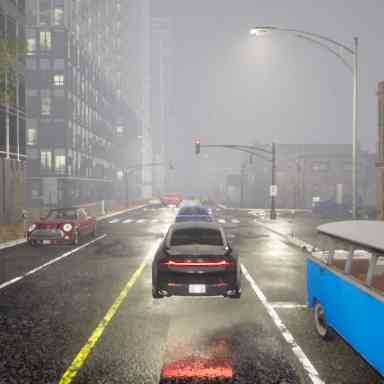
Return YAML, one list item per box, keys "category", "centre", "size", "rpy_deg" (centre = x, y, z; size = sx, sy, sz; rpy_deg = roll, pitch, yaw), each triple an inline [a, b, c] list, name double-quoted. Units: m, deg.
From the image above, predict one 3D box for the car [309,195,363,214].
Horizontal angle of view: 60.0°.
- category: "car"
  centre: [15.516, 1.349, 35.721]
  size: [5.566, 2.045, 2.150]
  rpy_deg: [1, 1, 1]

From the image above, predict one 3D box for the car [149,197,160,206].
- category: "car"
  centre: [-5.889, 1.512, 52.816]
  size: [1.752, 1.417, 4.829]
  rpy_deg: [-1, 0, 0]

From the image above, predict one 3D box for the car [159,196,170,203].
- category: "car"
  centre: [-5.733, 1.549, 69.918]
  size: [1.947, 1.339, 4.313]
  rpy_deg: [-1, 0, 0]

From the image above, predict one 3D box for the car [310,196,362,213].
- category: "car"
  centre: [16.490, 1.411, 38.307]
  size: [5.009, 1.841, 2.192]
  rpy_deg: [1, 0, 1]

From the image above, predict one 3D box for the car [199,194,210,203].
- category: "car"
  centre: [2.610, 1.298, 69.871]
  size: [2.192, 1.841, 5.009]
  rpy_deg: [-1, 0, 0]

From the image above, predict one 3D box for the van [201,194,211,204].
- category: "van"
  centre: [2.615, 1.325, 64.227]
  size: [1.690, 1.788, 3.998]
  rpy_deg: [-1, 0, 0]

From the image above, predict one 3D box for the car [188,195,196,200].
- category: "car"
  centre: [-0.083, 1.441, 89.923]
  size: [2.033, 1.411, 5.357]
  rpy_deg: [0, 0, 0]

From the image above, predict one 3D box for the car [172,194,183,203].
- category: "car"
  centre: [-3.064, 1.338, 70.565]
  size: [2.097, 1.767, 4.553]
  rpy_deg: [0, 0, 0]

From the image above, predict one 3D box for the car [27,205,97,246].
- category: "car"
  centre: [-5.718, 1.436, 15.038]
  size: [1.967, 1.590, 4.097]
  rpy_deg: [-1, 0, 0]

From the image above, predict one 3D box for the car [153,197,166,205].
- category: "car"
  centre: [-5.723, 1.551, 58.629]
  size: [1.947, 1.339, 4.313]
  rpy_deg: [-1, 0, 0]

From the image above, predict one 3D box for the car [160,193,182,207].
- category: "car"
  centre: [-3.150, 1.208, 50.878]
  size: [2.150, 2.045, 5.566]
  rpy_deg: [0, 0, 0]

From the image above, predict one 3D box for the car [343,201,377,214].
- category: "car"
  centre: [16.389, 1.793, 29.930]
  size: [4.313, 1.339, 1.947]
  rpy_deg: [1, 0, 1]

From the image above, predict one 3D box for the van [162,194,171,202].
- category: "van"
  centre: [-5.742, 1.324, 75.562]
  size: [1.690, 1.788, 3.998]
  rpy_deg: [-1, 0, 0]

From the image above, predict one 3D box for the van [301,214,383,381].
- category: "van"
  centre: [2.670, 1.340, 3.962]
  size: [1.690, 1.788, 3.998]
  rpy_deg: [-1, 0, 0]

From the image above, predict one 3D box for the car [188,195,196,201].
- category: "car"
  centre: [-0.074, 1.481, 79.510]
  size: [1.837, 1.490, 4.892]
  rpy_deg: [0, 0, 0]

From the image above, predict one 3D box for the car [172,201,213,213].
- category: "car"
  centre: [0.074, 1.472, 17.933]
  size: [1.882, 1.535, 5.008]
  rpy_deg: [0, 0, 0]

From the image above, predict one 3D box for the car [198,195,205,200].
- category: "car"
  centre: [2.593, 1.531, 92.447]
  size: [2.008, 1.369, 4.403]
  rpy_deg: [-1, 0, 0]

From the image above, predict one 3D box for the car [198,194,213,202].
- category: "car"
  centre: [2.622, 1.425, 58.583]
  size: [1.967, 1.590, 4.097]
  rpy_deg: [-1, 0, 0]

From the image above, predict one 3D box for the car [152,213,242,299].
- category: "car"
  centre: [0.090, 1.502, 8.445]
  size: [1.837, 1.490, 4.892]
  rpy_deg: [0, 0, 0]
